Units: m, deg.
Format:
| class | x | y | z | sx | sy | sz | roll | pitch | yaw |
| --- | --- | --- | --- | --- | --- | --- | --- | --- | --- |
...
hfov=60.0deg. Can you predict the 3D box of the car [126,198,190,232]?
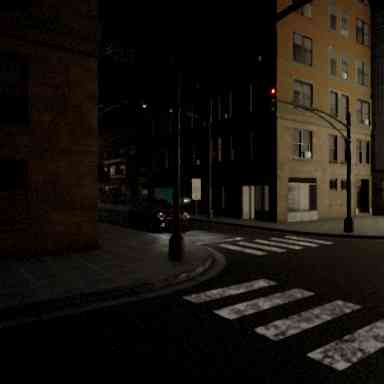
| class | x | y | z | sx | sy | sz | roll | pitch | yaw |
| --- | --- | --- | --- | --- | --- | --- | --- | --- | --- |
| car | -2.032 | 1.247 | 19.273 | 2.097 | 1.767 | 4.553 | 0 | 0 | -35 |
